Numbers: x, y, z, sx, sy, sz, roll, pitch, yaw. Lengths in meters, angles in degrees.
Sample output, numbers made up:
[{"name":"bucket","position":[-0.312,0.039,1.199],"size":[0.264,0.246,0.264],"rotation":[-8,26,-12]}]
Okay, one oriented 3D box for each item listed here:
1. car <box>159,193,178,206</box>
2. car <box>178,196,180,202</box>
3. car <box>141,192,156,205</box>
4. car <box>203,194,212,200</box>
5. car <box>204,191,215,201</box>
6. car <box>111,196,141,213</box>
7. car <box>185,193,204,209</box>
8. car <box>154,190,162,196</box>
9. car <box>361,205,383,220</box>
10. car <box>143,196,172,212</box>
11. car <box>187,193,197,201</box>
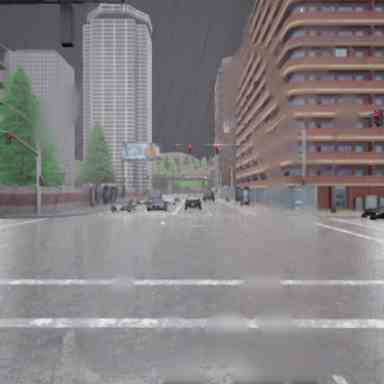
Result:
[{"name":"car","position":[-3.548,1.282,50.035],"size":[1.812,1.442,4.674],"rotation":[0,0,0]},{"name":"car","position":[-3.485,1.209,65.092],"size":[1.812,1.442,4.674],"rotation":[0,0,1]},{"name":"car","position":[-7.053,1.248,49.399],"size":[2.128,1.511,4.902],"rotation":[0,1,0]},{"name":"car","position":[3.550,1.193,78.975],"size":[1.895,1.301,4.718],"rotation":[0,0,0]},{"name":"car","position":[3.544,0.884,69.406],"size":[2.150,2.045,5.566],"rotation":[0,0,0]},{"name":"car","position":[-7.075,1.323,34.609],"size":[2.128,1.511,4.902],"rotation":[0,0,0]},{"name":"car","position":[0.127,1.277,41.145],"size":[1.882,1.535,5.008],"rotation":[0,0,0]},{"name":"car","position":[-6.974,0.898,65.125],"size":[2.150,2.045,5.566],"rotation":[0,1,1]},{"name":"car","position":[15.047,1.374,23.955],"size":[5.357,1.411,2.033],"rotation":[0,0,-12]},{"name":"car","position":[-3.571,1.394,35.083],"size":[1.994,1.385,4.181],"rotation":[0,0,0]},{"name":"car","position":[0.044,1.009,70.199],"size":[2.097,1.767,4.553],"rotation":[0,0,0]}]
